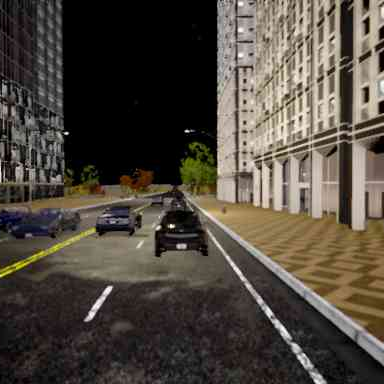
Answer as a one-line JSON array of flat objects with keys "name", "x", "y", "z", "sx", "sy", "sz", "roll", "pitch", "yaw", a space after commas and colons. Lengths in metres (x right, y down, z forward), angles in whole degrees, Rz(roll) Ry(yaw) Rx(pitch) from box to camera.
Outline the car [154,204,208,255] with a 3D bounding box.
[{"name": "car", "x": -0.429, "y": 1.462, "z": 13.052, "sx": 1.837, "sy": 1.490, "sz": 4.892, "roll": 0, "pitch": 1, "yaw": -2}]

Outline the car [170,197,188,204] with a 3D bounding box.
[{"name": "car", "x": -1.608, "y": 1.353, "z": 40.946, "sx": 1.837, "sy": 1.490, "sz": 4.892, "roll": 0, "pitch": 0, "yaw": -2}]

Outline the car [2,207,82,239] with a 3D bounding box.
[{"name": "car", "x": -7.301, "y": 1.507, "z": 17.308, "sx": 2.033, "sy": 1.411, "sz": 5.357, "roll": 0, "pitch": 0, "yaw": -2}]

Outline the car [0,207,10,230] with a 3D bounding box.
[{"name": "car", "x": -10.634, "y": 1.563, "z": 19.186, "sx": 1.895, "sy": 1.301, "sz": 4.718, "roll": 0, "pitch": 0, "yaw": -2}]

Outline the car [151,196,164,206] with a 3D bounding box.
[{"name": "car", "x": -5.347, "y": 1.359, "z": 52.287, "sx": 2.033, "sy": 1.411, "sz": 5.357, "roll": 0, "pitch": 0, "yaw": -3}]

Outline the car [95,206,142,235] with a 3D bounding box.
[{"name": "car", "x": -3.892, "y": 1.493, "z": 18.340, "sx": 2.033, "sy": 1.411, "sz": 5.357, "roll": 0, "pitch": 0, "yaw": -2}]
